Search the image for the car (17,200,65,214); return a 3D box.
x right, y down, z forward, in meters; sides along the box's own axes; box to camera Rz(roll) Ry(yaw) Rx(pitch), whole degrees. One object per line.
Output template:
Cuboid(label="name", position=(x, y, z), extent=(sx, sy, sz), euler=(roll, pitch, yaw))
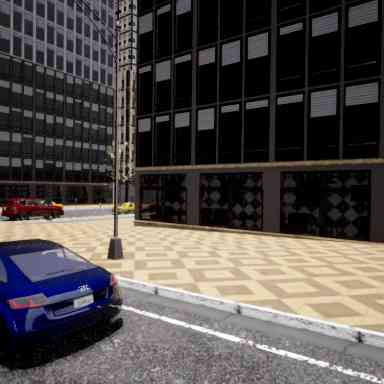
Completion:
Cuboid(label="car", position=(-17.367, 1.643, 38.546), extent=(1.752, 1.417, 4.829), euler=(1, 0, 36))

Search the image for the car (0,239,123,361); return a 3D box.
Cuboid(label="car", position=(-3.235, 1.561, 5.973), extent=(4.181, 1.385, 1.994), euler=(0, 0, 34))

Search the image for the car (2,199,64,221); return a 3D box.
Cuboid(label="car", position=(-13.835, 1.520, 29.184), extent=(2.192, 1.841, 5.009), euler=(1, 0, 36))

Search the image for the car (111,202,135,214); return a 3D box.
Cuboid(label="car", position=(-7.071, 1.830, 38.420), extent=(1.752, 1.417, 4.829), euler=(1, 0, 36))
